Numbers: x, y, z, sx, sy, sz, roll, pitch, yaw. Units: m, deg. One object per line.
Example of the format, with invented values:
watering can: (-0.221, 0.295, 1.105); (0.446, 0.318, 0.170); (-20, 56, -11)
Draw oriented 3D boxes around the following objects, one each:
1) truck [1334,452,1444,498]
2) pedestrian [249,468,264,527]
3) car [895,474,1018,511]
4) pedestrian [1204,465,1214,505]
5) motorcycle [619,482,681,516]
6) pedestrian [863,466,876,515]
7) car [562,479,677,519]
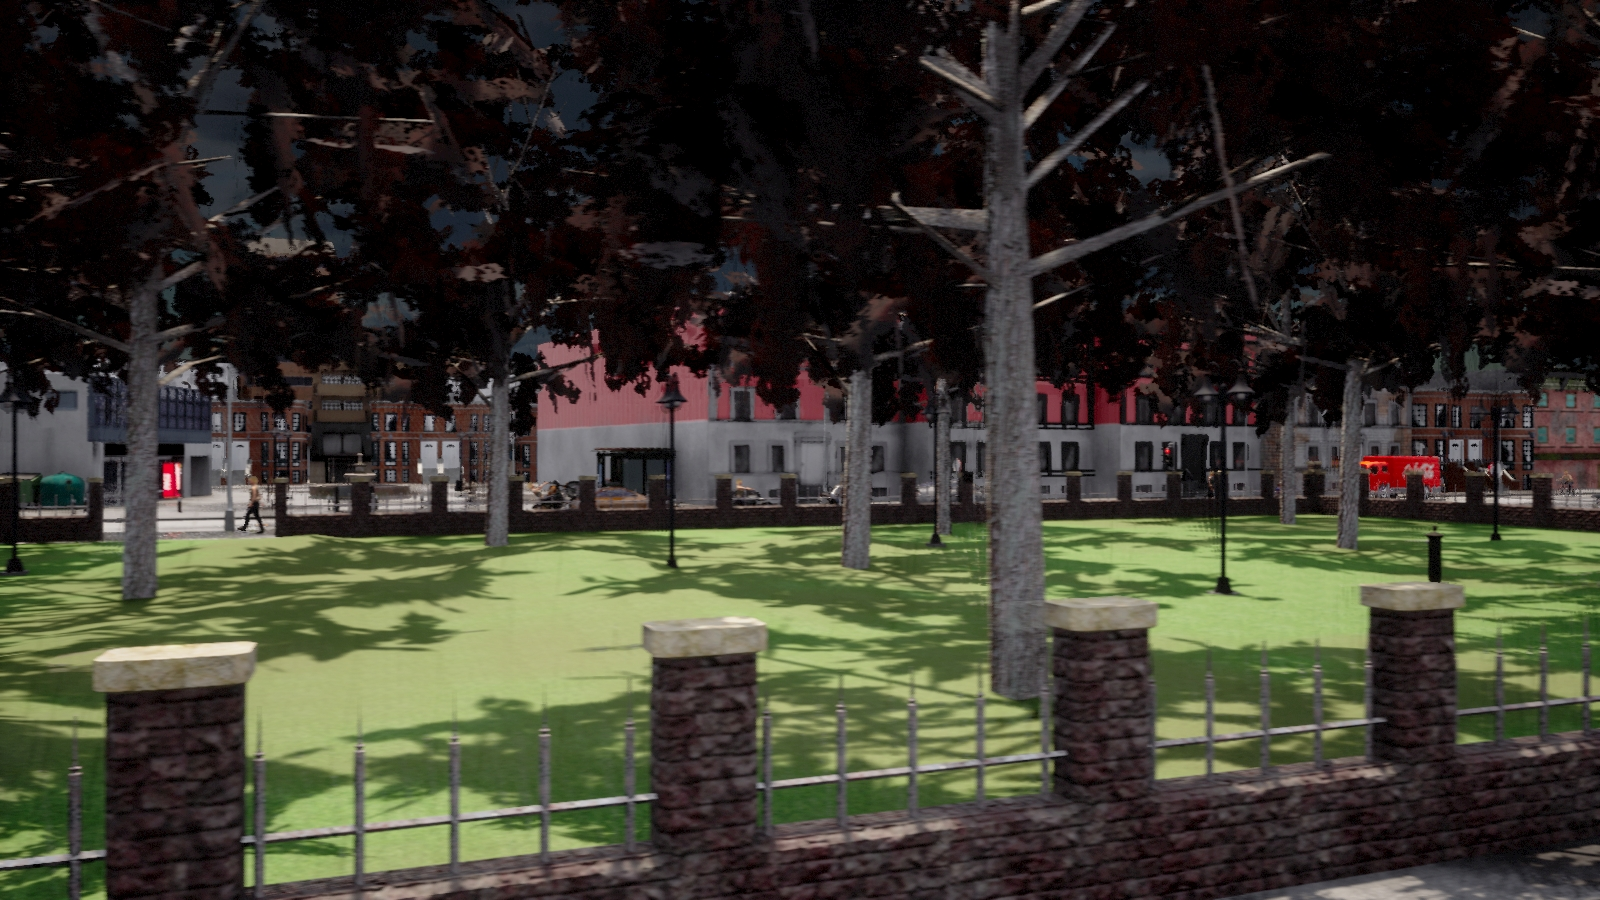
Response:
truck: (32.876, 1.357, 63.815); (5.204, 2.467, 2.627); (0, 0, -20)
pedestrian: (-17.325, 1.523, 36.444); (0.375, 1.860, 0.375); (0, 0, -17)
car: (6.874, 1.832, 50.176); (4.902, 1.511, 2.128); (0, 0, -20)
pedestrian: (19.223, 1.635, 53.731); (0.375, 1.860, 0.375); (0, 0, 31)
motorcycle: (-5.988, 1.952, 45.561); (2.356, 1.277, 0.764); (0, 0, -20)
pedestrian: (2.649, 1.529, 43.555); (0.375, 1.860, 0.375); (0, 0, -19)
car: (-7.144, 1.912, 45.142); (4.181, 1.385, 1.994); (-1, 0, -19)
